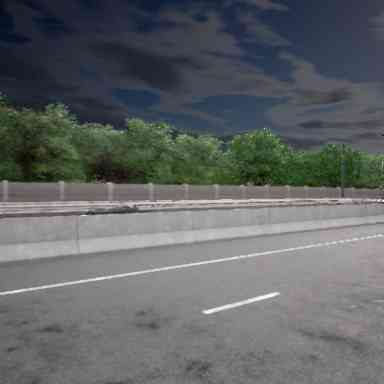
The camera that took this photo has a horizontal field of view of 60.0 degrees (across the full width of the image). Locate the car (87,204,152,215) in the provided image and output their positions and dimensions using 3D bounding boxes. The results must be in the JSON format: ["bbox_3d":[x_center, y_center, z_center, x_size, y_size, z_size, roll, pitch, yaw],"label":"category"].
[{"bbox_3d":[-5.628,1.599,25.765,4.718,1.301,1.895,0,0,-35],"label":"car"}]
